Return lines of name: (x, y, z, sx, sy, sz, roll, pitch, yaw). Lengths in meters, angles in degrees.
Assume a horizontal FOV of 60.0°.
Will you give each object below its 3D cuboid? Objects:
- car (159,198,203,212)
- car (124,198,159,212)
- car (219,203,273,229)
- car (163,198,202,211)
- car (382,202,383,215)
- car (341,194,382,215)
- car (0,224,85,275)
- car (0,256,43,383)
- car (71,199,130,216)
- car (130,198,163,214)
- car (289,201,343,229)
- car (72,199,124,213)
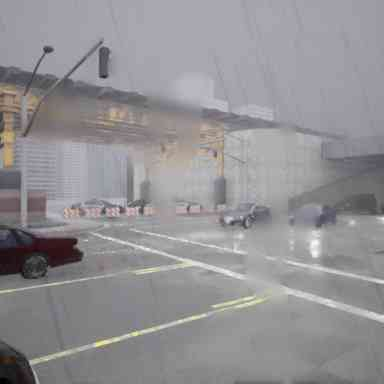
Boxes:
car: (-1.325, 1.453, 38.563, 4.974, 1.542, 2.038, 0, 0, -7)
car: (-5.211, 1.295, 34.845, 1.853, 1.218, 4.536, 0, 0, 18)
car: (3.580, 1.491, 21.563, 2.128, 1.511, 4.902, 0, 0, 37)
car: (-1.376, 1.295, 38.556, 4.536, 1.218, 1.853, 0, 0, -7)
car: (20.732, 1.220, 32.672, 5.566, 2.045, 2.150, 0, 0, -37)
car: (16.860, 1.219, 34.135, 5.566, 2.045, 2.150, 0, 0, -37)
car: (-5.615, 1.547, 8.487, 5.357, 1.411, 2.033, 0, 0, -34)
car: (-3.294, 1.492, 1.421, 4.902, 1.511, 2.128, 0, 0, -35)
car: (-8.967, 1.453, 32.102, 4.974, 1.542, 2.038, 0, 0, 8)
car: (-5.227, 1.453, 34.795, 2.038, 1.542, 4.974, 0, 0, 18)
car: (8.145, 1.526, 22.049, 1.812, 1.442, 4.674, 0, 0, 41)
car: (-9.018, 1.295, 32.109, 4.536, 1.218, 1.853, 0, 0, 8)
